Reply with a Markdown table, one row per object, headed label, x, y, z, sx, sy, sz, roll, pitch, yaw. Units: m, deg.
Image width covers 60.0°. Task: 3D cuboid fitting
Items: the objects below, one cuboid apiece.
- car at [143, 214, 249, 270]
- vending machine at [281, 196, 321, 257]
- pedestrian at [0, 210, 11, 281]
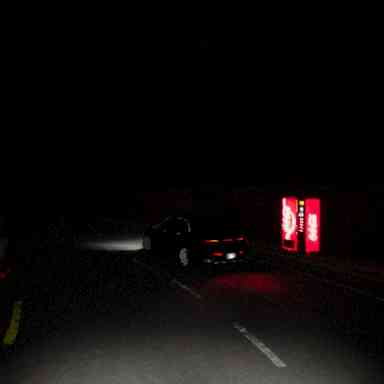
| label | x | y | z | sx | sy | sz | roll | pitch | yaw |
| --- | --- | --- | --- | --- | --- | --- | --- | --- | --- |
| car | -0.102 | 1.505 | 11.260 | 1.837 | 1.490 | 4.892 | 1 | 0 | -29 |
| vending machine | 3.954 | 1.195 | 12.097 | 1.100 | 2.100 | 0.880 | 0 | 0 | -29 |
| pedestrian | -4.898 | 1.294 | 8.491 | 0.375 | 1.860 | 0.375 | 0 | 0 | -31 |
